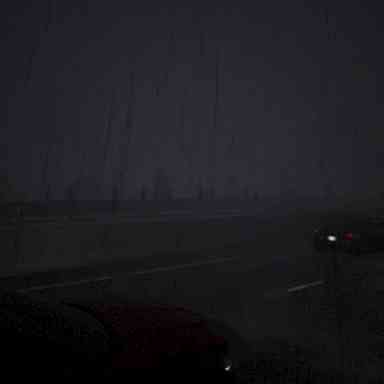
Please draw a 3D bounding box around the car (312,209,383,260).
[{"bbox_3d":[6.471,1.571,12.634,4.181,1.385,1.994,0,0,-35],"label":"car"}]

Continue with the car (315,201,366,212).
[{"bbox_3d":[13.471,1.541,29.489,4.674,1.442,1.812,0,0,-28],"label":"car"}]

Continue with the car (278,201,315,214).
[{"bbox_3d":[10.218,1.578,31.675,4.181,1.385,1.994,0,0,-29],"label":"car"}]

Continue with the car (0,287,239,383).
[{"bbox_3d":[-1.858,1.477,2.421,5.008,1.535,1.882,0,0,-36],"label":"car"}]
